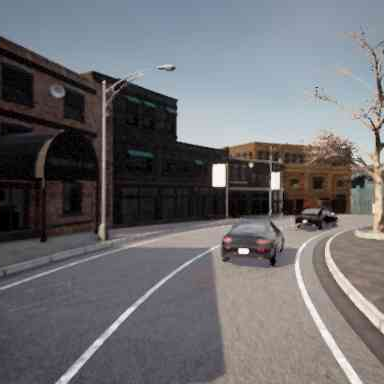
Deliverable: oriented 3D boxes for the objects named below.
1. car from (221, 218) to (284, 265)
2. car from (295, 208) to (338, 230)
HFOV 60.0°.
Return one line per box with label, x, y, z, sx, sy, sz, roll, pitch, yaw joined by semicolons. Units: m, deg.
car;2.371;1.712;12.528;1.812;1.442;4.674;0;-1;19
car;9.567;1.964;25.392;1.882;1.535;5.008;0;-1;40
